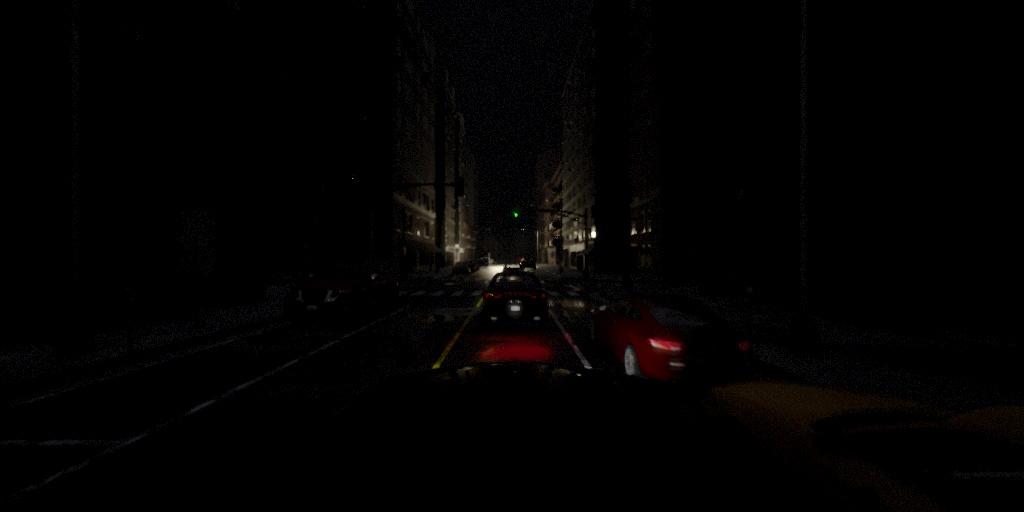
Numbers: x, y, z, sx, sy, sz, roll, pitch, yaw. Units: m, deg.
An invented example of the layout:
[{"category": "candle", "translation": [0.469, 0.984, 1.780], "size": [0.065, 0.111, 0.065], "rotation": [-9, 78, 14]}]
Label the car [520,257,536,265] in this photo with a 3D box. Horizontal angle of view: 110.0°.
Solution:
[{"category": "car", "translation": [2.644, 1.216, 54.981], "size": [1.967, 1.591, 4.097], "rotation": [0, 0, 0]}]

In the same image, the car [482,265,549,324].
[{"category": "car", "translation": [0.100, 1.234, 11.967], "size": [1.882, 1.535, 5.008], "rotation": [0, 0, 0]}]

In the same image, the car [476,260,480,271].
[{"category": "car", "translation": [-5.383, 1.318, 44.082], "size": [1.888, 1.381, 4.507], "rotation": [0, 0, 0]}]

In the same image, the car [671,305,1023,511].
[{"category": "car", "translation": [2.638, 1.275, 1.498], "size": [1.751, 1.417, 4.829], "rotation": [0, 0, 0]}]

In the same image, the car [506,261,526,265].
[{"category": "car", "translation": [0.105, 1.369, 33.969], "size": [1.895, 1.301, 4.718], "rotation": [0, 0, 0]}]

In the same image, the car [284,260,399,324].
[{"category": "car", "translation": [-5.386, 1.071, 12.164], "size": [2.192, 1.841, 5.009], "rotation": [0, 0, 0]}]

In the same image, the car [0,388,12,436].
[{"category": "car", "translation": [-5.388, 1.300, 1.338], "size": [2.007, 1.370, 4.403], "rotation": [0, 0, 0]}]

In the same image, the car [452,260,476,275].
[{"category": "car", "translation": [-5.383, 1.321, 38.627], "size": [2.007, 1.370, 4.403], "rotation": [0, 0, 0]}]

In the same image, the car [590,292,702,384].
[{"category": "car", "translation": [2.638, 1.335, 6.741], "size": [1.802, 1.307, 4.207], "rotation": [0, 0, 0]}]

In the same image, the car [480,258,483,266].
[{"category": "car", "translation": [-5.382, 1.300, 49.365], "size": [1.751, 1.417, 4.829], "rotation": [0, 0, 0]}]
